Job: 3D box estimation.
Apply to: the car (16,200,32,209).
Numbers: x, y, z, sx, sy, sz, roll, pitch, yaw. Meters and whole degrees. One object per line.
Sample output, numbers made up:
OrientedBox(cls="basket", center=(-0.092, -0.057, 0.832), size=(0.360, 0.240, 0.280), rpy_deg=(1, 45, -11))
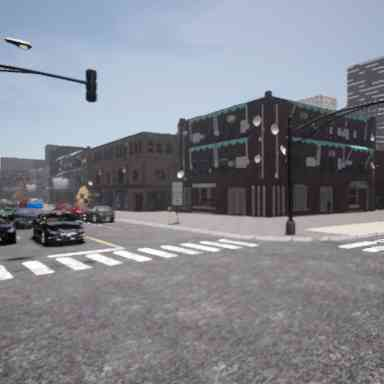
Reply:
OrientedBox(cls="car", center=(-30.482, 2.278, 60.166), size=(1.887, 1.381, 4.507), rpy_deg=(-1, 0, -35))

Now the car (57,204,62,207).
OrientedBox(cls="car", center=(-14.437, 2.015, 37.615), size=(1.802, 1.307, 4.206), rpy_deg=(-1, 0, -35))

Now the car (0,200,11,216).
OrientedBox(cls="car", center=(-23.412, 1.899, 40.322), size=(2.097, 1.767, 4.553), rpy_deg=(0, 0, -35))

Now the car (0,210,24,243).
OrientedBox(cls="car", center=(-10.112, 1.824, 16.868), size=(1.947, 1.339, 4.313), rpy_deg=(-1, 0, -35))

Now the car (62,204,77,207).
OrientedBox(cls="car", center=(-11.229, 1.953, 33.105), size=(1.802, 1.307, 4.206), rpy_deg=(-1, 0, -35))

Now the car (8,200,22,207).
OrientedBox(cls="car", center=(-36.899, 2.414, 69.187), size=(1.947, 1.339, 4.313), rpy_deg=(-1, 0, -35))

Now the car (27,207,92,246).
OrientedBox(cls="car", center=(-6.891, 1.728, 16.975), size=(1.837, 1.490, 4.892), rpy_deg=(0, 0, -34))

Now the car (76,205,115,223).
OrientedBox(cls="car", center=(-8.021, 1.858, 28.595), size=(2.008, 1.369, 4.403), rpy_deg=(-1, 0, -35))

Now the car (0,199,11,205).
OrientedBox(cls="car", center=(-46.527, 2.460, 82.717), size=(1.967, 1.590, 4.097), rpy_deg=(-1, 0, -35))

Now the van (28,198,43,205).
OrientedBox(cls="van", center=(-24.069, 1.956, 51.146), size=(1.690, 1.788, 3.998), rpy_deg=(-1, 0, -35))

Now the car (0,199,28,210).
OrientedBox(cls="car", center=(-17.631, 1.787, 32.131), size=(2.097, 1.767, 4.553), rpy_deg=(0, 0, -35))

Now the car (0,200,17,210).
OrientedBox(cls="car", center=(-32.133, 2.230, 58.038), size=(2.128, 1.511, 4.902), rpy_deg=(0, 0, -36))

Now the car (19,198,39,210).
OrientedBox(cls="car", center=(-27.278, 1.989, 55.656), size=(2.192, 1.841, 5.009), rpy_deg=(-1, 0, -35))

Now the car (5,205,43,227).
OrientedBox(cls="car", center=(-12.124, 1.891, 24.402), size=(1.994, 1.385, 4.181), rpy_deg=(0, 0, -35))
